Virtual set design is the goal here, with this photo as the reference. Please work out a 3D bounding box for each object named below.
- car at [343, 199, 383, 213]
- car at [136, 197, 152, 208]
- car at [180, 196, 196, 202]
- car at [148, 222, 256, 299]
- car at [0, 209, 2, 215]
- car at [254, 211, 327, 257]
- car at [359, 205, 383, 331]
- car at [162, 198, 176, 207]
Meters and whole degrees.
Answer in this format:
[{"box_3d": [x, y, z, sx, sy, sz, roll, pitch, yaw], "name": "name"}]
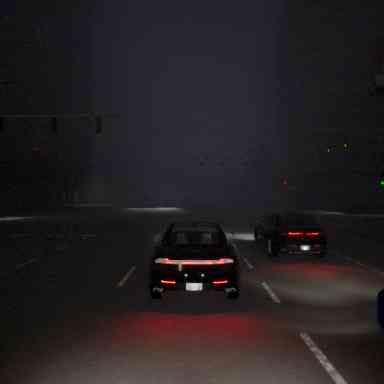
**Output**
[{"box_3d": [18.678, 1.526, 35.673, 4.674, 1.442, 1.812, 0, 0, 0], "name": "car"}, {"box_3d": [-7.010, 1.505, 48.730, 1.837, 1.490, 4.892, 0, 0, 0], "name": "car"}, {"box_3d": [-1.018, 1.566, 73.312, 1.895, 1.301, 4.718, 0, 0, -27], "name": "car"}, {"box_3d": [0.066, 1.492, 8.413, 2.128, 1.511, 4.902, 0, 0, 1], "name": "car"}, {"box_3d": [-18.835, 1.504, 28.315, 4.892, 1.490, 1.837, 0, 0, 0], "name": "car"}, {"box_3d": [3.616, 1.505, 12.880, 1.837, 1.490, 4.892, 0, 0, 1], "name": "car"}, {"box_3d": [3.604, 1.215, 2.178, 2.150, 2.045, 5.566, 0, -1, 0], "name": "car"}, {"box_3d": [-3.494, 1.601, 51.363, 1.895, 1.301, 4.718, 0, 0, 1], "name": "car"}]
